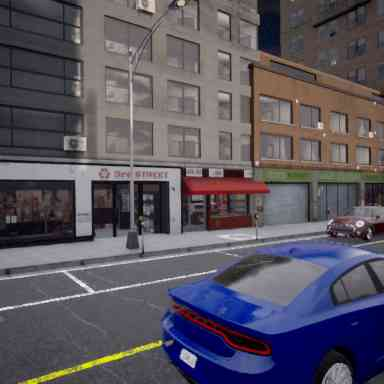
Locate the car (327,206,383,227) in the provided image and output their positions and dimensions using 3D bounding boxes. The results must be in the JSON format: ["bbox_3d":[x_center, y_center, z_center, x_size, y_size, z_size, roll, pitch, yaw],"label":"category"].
[{"bbox_3d":[8.456,1.435,16.440,4.097,1.590,1.967,0,-1,-35],"label":"car"}]

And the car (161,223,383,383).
[{"bbox_3d":[1.977,1.476,4.726,5.008,1.535,1.882,0,0,-35],"label":"car"}]
